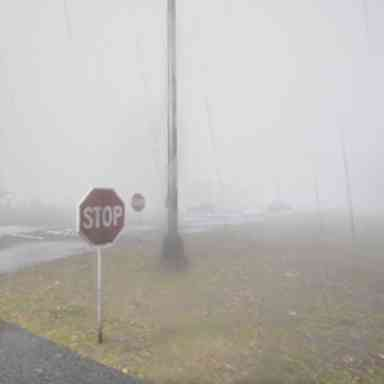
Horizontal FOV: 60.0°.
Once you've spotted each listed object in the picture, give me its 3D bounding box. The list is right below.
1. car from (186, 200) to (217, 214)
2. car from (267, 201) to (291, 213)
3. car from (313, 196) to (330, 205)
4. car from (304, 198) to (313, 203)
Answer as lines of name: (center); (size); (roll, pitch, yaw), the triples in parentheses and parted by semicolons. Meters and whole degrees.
car: (1.224, 1.785, 39.979); (1.882, 1.535, 5.008); (0, 0, 34)
car: (11.120, 1.833, 42.154); (1.994, 1.385, 4.181); (0, 0, 34)
car: (26.267, 1.877, 67.551); (1.812, 1.442, 4.674); (0, 0, 26)
car: (29.036, 2.002, 81.515); (1.895, 1.301, 4.718); (0, 0, 34)
